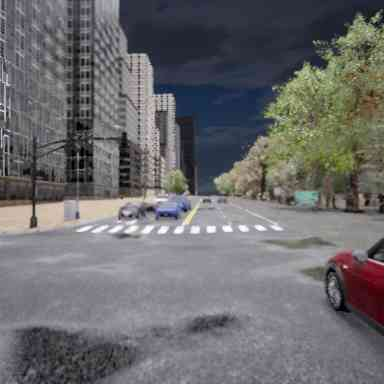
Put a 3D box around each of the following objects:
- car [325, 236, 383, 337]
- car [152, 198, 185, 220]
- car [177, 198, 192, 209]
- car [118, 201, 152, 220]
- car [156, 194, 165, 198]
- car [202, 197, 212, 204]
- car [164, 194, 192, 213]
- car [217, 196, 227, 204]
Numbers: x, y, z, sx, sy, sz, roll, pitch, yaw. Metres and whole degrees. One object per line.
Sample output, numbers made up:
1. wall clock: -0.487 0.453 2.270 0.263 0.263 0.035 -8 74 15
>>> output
1. car: 3.649 1.303 4.856 2.097 1.767 4.553 -1 -1 2
2. car: -2.010 1.576 29.416 1.882 1.535 5.008 0 0 3
3. car: -1.100 1.672 49.670 1.812 1.442 4.674 0 0 3
4. car: -5.248 1.616 29.714 2.128 1.511 4.902 0 0 3
5. car: -4.357 1.394 49.697 2.150 2.045 5.566 0 0 3
6. car: 3.060 1.697 69.580 1.812 1.442 4.674 0 0 2
7. car: -1.580 1.343 39.345 2.150 2.045 5.566 0 0 3
8. car: 6.296 1.671 69.190 2.128 1.511 4.902 0 0 2
